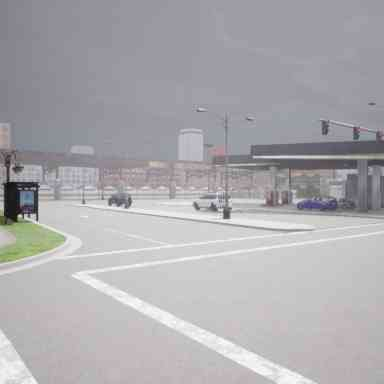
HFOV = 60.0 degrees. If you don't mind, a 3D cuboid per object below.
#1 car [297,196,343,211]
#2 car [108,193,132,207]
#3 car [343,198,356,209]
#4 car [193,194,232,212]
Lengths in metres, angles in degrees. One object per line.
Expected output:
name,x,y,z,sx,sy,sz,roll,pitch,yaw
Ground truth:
car,14.343,1.295,38.345,2.242,1.667,4.611,0,0,-35
car,-11.347,1.222,52.236,2.150,2.045,5.566,0,0,-35
car,18.617,1.456,42.259,1.970,1.475,3.806,0,0,-35
car,2.329,1.220,38.773,2.150,2.045,5.566,0,0,-35
